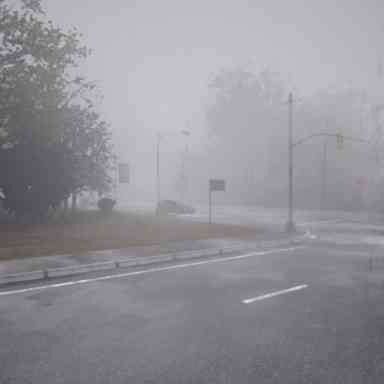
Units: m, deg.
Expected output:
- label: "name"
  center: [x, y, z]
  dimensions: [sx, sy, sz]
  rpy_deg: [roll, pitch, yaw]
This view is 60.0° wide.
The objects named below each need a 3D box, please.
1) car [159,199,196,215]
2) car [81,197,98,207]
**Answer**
- label: "car"
  center: [-1.563, 1.479, 33.843]
  dimensions: [1.837, 1.490, 4.892]
  rpy_deg: [0, 0, -39]
- label: "car"
  center: [-15.681, 1.454, 51.635]
  dimensions: [1.882, 1.535, 5.008]
  rpy_deg: [0, 0, -38]
